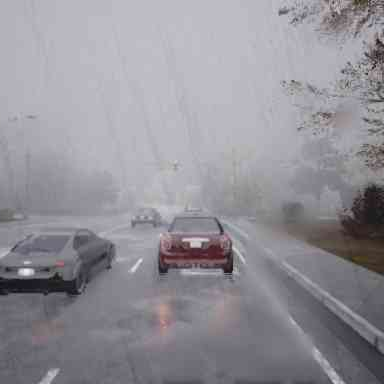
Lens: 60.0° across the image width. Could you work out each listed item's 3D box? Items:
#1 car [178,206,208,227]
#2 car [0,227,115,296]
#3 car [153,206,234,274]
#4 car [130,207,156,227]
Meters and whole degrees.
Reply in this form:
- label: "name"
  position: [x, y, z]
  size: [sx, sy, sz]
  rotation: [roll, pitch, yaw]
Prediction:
- label: "car"
  position: [0.100, 1.839, 26.025]
  size: [2.128, 1.511, 4.902]
  rotation: [0, -2, 0]
- label: "car"
  position: [-3.399, 1.622, 8.836]
  size: [1.994, 1.385, 4.181]
  rotation: [0, 0, 0]
- label: "car"
  position: [0.099, 1.425, 10.971]
  size: [2.097, 1.767, 4.553]
  rotation: [0, 0, 0]
- label: "car"
  position: [-3.400, 1.869, 25.242]
  size: [2.033, 1.411, 5.357]
  rotation: [0, -2, 0]
